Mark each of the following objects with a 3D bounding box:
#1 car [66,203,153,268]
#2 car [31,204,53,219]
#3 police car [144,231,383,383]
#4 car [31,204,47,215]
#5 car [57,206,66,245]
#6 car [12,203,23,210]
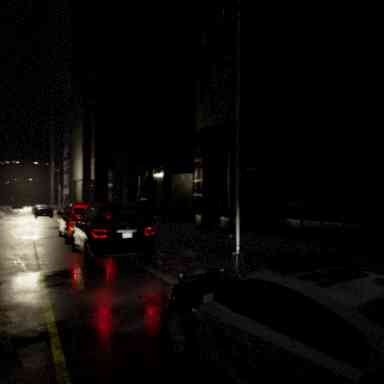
[{"bbox_3d":[-3.209,1.479,12.652,2.150,2.045,5.566,1,-1,-27],"label":"car"},{"bbox_3d":[-16.849,2.243,37.663,2.128,1.511,4.902,1,-1,-26],"label":"car"},{"bbox_3d":[1.269,1.503,3.798,1.930,1.638,5.238,1,-1,-27],"label":"police car"},{"bbox_3d":[-22.552,2.518,48.882,2.033,1.411,5.357,1,-1,-27],"label":"car"},{"bbox_3d":[-5.918,1.587,18.005,2.150,2.045,5.566,0,-1,-27],"label":"car"},{"bbox_3d":[-35.173,2.870,67.180,2.033,1.411,5.357,1,-1,-27],"label":"car"}]
